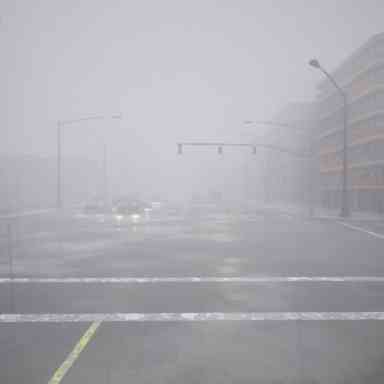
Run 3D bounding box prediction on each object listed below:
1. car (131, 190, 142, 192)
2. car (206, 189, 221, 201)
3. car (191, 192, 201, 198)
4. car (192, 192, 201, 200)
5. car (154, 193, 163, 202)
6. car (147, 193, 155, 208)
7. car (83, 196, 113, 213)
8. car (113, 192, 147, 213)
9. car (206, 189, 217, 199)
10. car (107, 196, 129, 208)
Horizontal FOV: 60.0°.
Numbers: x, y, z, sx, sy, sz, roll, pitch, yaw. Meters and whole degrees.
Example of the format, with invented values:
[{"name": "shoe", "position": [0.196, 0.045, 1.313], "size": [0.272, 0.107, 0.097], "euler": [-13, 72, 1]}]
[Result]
[{"name": "car", "position": [-9.753, 0.726, 57.705], "size": [2.150, 2.045, 5.566], "euler": [0, 1, 0]}, {"name": "car", "position": [4.453, 0.590, 65.127], "size": [2.150, 2.045, 5.566], "euler": [0, 1, 0]}, {"name": "car", "position": [0.883, 0.649, 75.841], "size": [2.033, 1.411, 5.357], "euler": [0, 1, 0]}, {"name": "car", "position": [0.854, 0.959, 65.865], "size": [1.895, 1.301, 4.718], "euler": [0, 1, 0]}, {"name": "car", "position": [-6.244, 0.977, 58.682], "size": [2.128, 1.511, 4.902], "euler": [0, 1, 0]}, {"name": "car", "position": [-6.310, 1.277, 43.472], "size": [1.812, 1.442, 4.674], "euler": [0, 1, 0]}, {"name": "car", "position": [-9.835, 1.225, 34.932], "size": [2.097, 1.767, 4.553], "euler": [0, 1, 0]}, {"name": "car", "position": [-6.337, 1.226, 34.590], "size": [2.097, 1.767, 4.553], "euler": [0, 1, 0]}, {"name": "car", "position": [4.383, 0.428, 75.739], "size": [2.150, 2.045, 5.566], "euler": [0, 1, 0]}, {"name": "car", "position": [-9.813, 1.304, 44.204], "size": [1.994, 1.385, 4.181], "euler": [0, 1, 0]}]
